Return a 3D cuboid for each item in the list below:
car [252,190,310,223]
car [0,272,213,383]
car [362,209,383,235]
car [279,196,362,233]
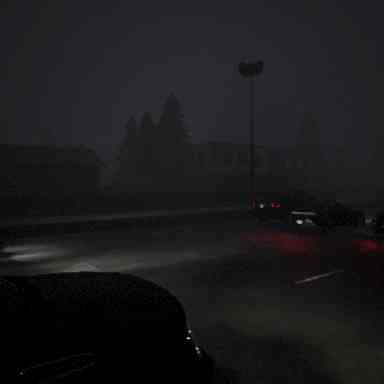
[{"bbox_3d":[6.285,0.888,21.123,5.566,2.045,2.150,-1,1,-35],"label":"car"},{"bbox_3d":[-2.481,1.239,1.976,5.566,2.045,2.150,-1,1,-35],"label":"car"},{"bbox_3d":[9.977,1.201,15.157,4.674,1.442,1.812,-1,1,-35],"label":"car"},{"bbox_3d":[7.159,1.185,17.447,4.902,1.511,2.128,-1,1,-35],"label":"car"}]
